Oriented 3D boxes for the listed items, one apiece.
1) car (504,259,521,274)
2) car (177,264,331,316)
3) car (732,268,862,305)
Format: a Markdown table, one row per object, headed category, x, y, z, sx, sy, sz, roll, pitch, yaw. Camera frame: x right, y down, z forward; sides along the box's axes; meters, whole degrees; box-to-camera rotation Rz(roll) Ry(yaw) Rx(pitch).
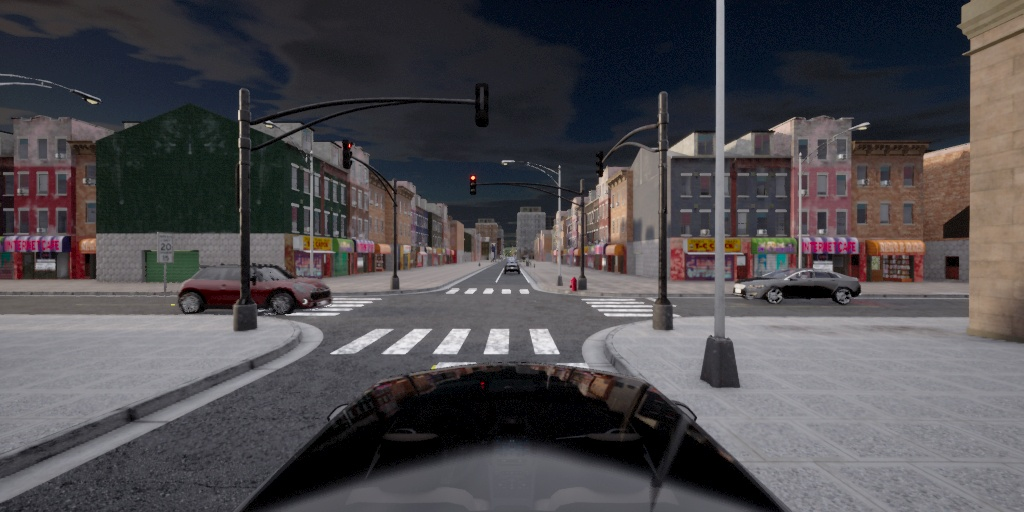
| category | x | y | z | sx | sy | sz | roll | pitch | yaw |
| --- | --- | --- | --- | --- | --- | --- | --- | --- | --- |
| car | 0.011 | 1.313 | 40.659 | 1.948 | 1.339 | 4.313 | 0 | 0 | 0 |
| car | -9.026 | 1.082 | 12.867 | 4.553 | 1.767 | 2.097 | 0 | 0 | 0 |
| car | 12.446 | 1.277 | 15.841 | 4.902 | 1.511 | 2.128 | 0 | 0 | 0 |
